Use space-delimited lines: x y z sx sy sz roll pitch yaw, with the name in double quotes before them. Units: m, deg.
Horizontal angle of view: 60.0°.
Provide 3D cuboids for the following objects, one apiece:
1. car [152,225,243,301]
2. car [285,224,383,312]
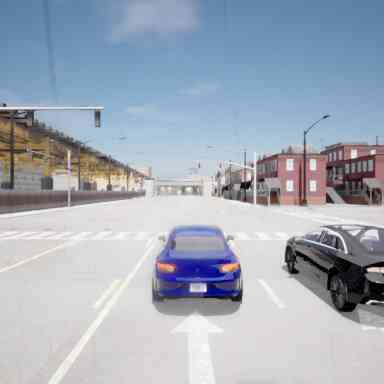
"car" 0.107 1.526 8.180 1.812 1.442 4.674 0 0 0
"car" 3.610 1.491 7.687 2.128 1.511 4.902 0 0 -1
